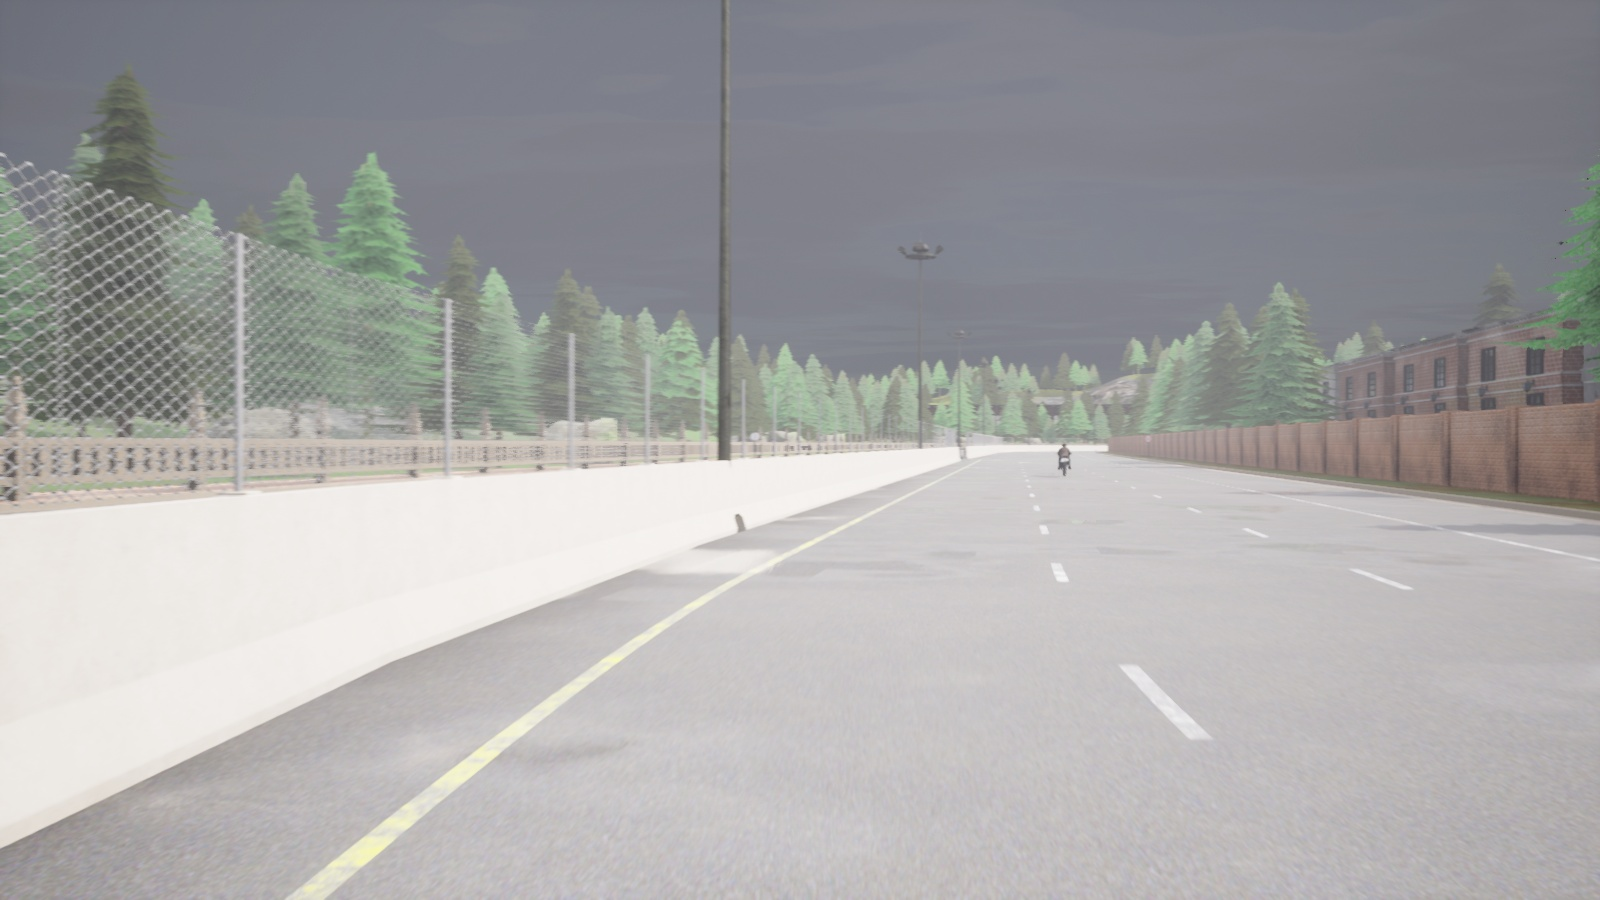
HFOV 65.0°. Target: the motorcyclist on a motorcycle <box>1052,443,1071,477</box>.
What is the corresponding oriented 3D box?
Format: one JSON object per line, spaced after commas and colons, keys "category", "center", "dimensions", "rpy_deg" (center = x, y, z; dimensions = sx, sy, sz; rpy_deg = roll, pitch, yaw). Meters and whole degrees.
{"category": "motorcyclist on a motorcycle", "center": [11.972, 0.466, 57.509], "dimensions": [0.797, 1.523, 2.044], "rpy_deg": [0, 0, 10]}
